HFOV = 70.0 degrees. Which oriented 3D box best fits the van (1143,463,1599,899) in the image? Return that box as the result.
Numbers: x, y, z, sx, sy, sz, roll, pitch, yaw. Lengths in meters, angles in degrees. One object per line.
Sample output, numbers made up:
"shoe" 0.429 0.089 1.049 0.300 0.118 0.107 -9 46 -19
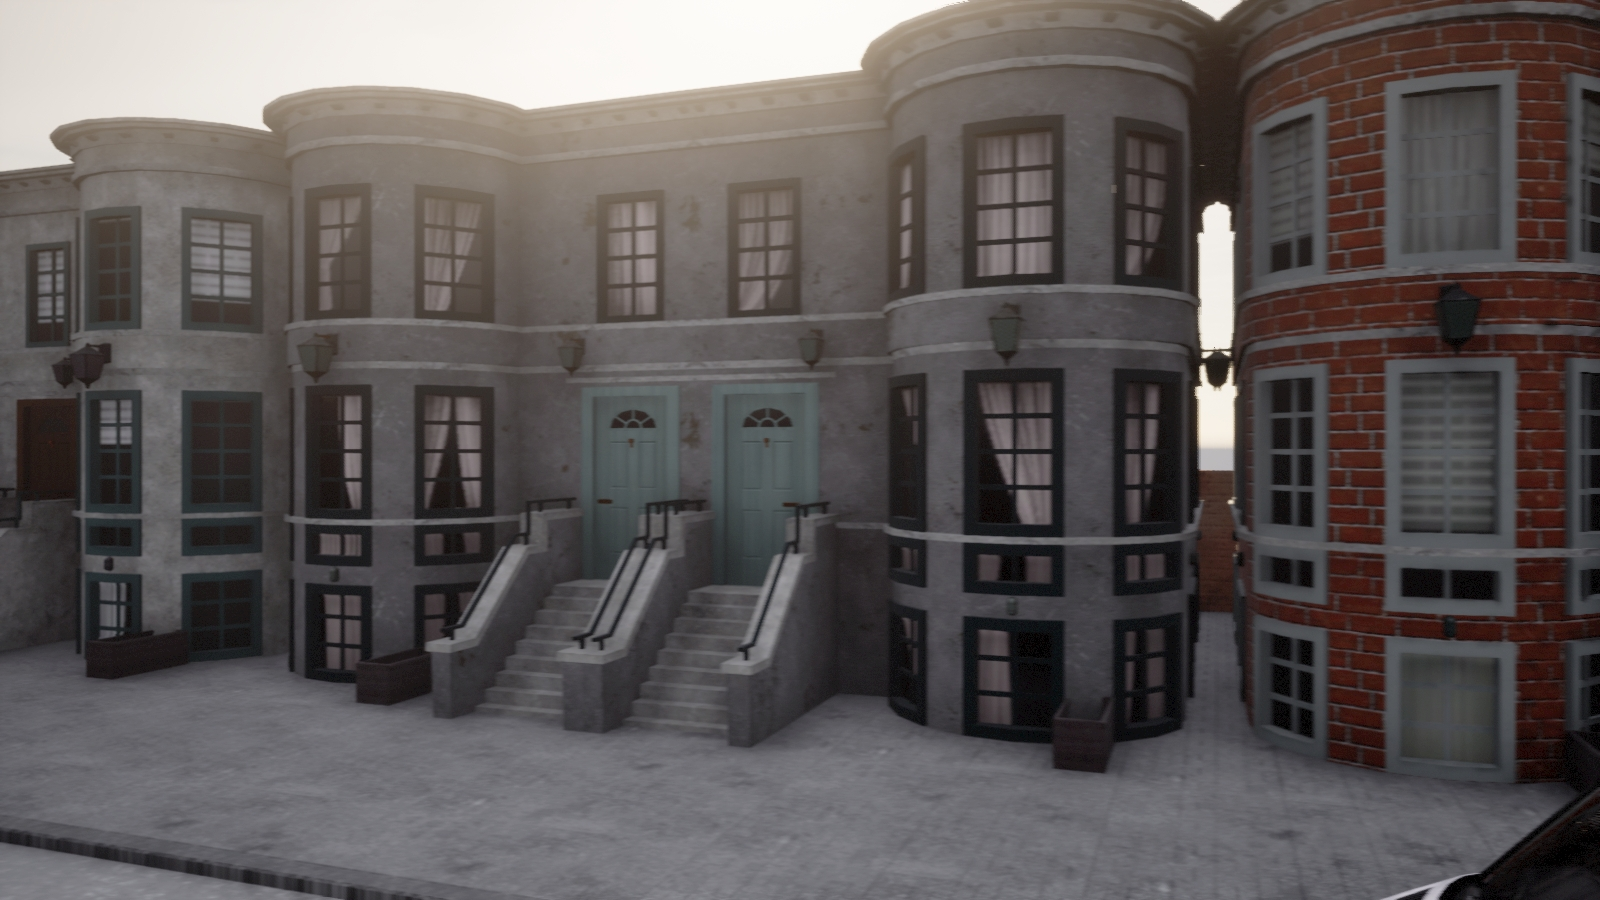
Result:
"van" 3.882 1.312 2.426 5.915 2.561 1.988 -1 0 20
